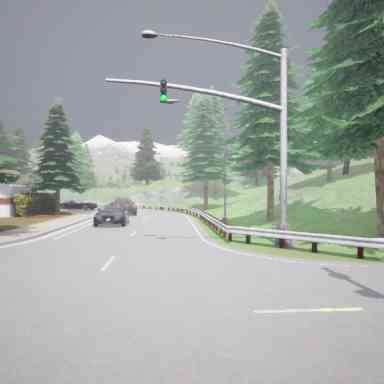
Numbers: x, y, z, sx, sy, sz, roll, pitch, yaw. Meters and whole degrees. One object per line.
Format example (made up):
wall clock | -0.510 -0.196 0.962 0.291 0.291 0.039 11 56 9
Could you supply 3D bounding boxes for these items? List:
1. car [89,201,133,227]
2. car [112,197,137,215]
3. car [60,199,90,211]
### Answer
car | -5.376 1.529 22.585 1.994 1.385 4.181 0 0 -5
car | -6.754 1.304 32.313 2.097 1.767 4.553 0 0 -22
car | -13.749 1.546 39.673 4.718 1.301 1.895 0 0 11
